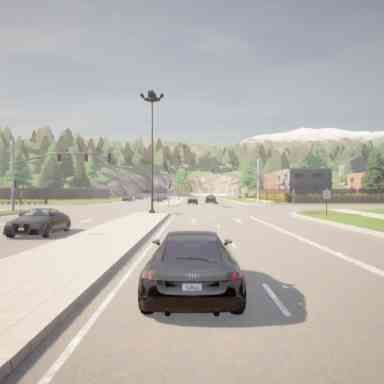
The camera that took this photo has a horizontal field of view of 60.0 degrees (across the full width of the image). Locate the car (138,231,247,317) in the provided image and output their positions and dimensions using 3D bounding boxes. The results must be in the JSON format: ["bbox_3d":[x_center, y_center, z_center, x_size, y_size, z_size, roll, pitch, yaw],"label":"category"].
[{"bbox_3d":[0.003,1.563,7.579,1.994,1.385,4.181,0,0,0],"label":"car"}]

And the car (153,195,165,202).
[{"bbox_3d":[-7.963,1.520,76.338,1.812,1.442,4.674,0,0,0],"label":"car"}]

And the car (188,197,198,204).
[{"bbox_3d":[0.132,1.597,64.872,1.895,1.301,4.718,0,0,0],"label":"car"}]

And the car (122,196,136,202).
[{"bbox_3d":[-14.962,1.536,77.154,2.033,1.411,5.357,0,0,0],"label":"car"}]

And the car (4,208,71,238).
[{"bbox_3d":[-8.013,1.563,17.625,1.994,1.385,4.181,0,0,1],"label":"car"}]

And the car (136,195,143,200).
[{"bbox_3d":[-14.954,1.495,93.525,1.837,1.490,4.892,0,0,0],"label":"car"}]

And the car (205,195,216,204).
[{"bbox_3d":[3.633,1.348,65.918,2.097,1.767,4.553,0,0,0],"label":"car"}]

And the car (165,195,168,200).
[{"bbox_3d":[-7.954,1.519,92.878,1.812,1.442,4.674,0,0,0],"label":"car"}]
